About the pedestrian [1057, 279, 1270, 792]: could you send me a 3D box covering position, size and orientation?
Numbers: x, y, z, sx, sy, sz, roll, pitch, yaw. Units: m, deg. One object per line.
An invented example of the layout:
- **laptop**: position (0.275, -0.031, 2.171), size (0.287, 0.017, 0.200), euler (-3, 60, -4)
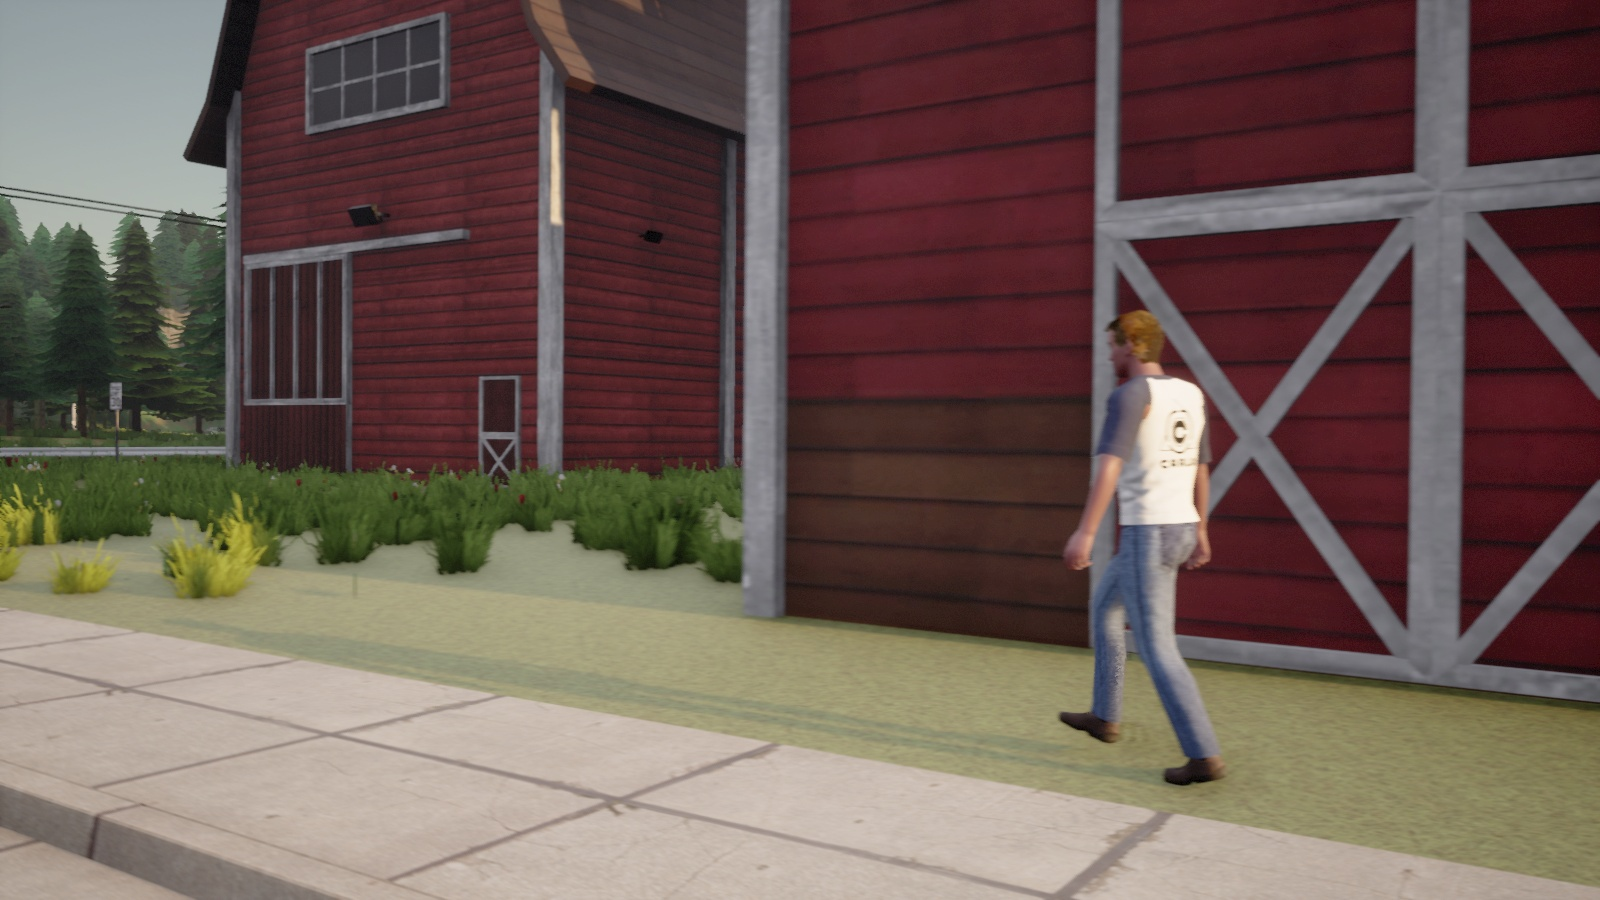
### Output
- **pedestrian**: position (1.400, 0.305, 4.877), size (0.354, 1.836, 0.706), euler (-1, 1, -42)
